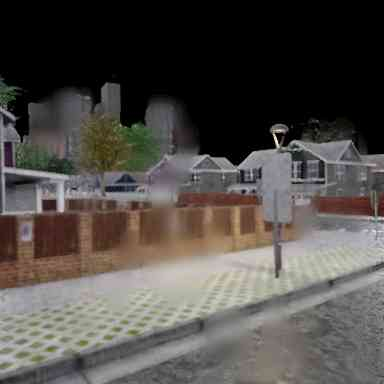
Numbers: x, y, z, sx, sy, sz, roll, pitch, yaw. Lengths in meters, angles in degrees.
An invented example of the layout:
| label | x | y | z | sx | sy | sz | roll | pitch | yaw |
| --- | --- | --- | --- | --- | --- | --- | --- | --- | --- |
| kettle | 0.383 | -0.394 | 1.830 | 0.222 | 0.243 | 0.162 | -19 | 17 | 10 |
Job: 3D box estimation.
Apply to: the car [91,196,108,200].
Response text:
| label | x | y | z | sx | sy | sz | roll | pitch | yaw |
| --- | --- | --- | --- | --- | --- | --- | --- | --- | --- |
| car | -11.792 | 1.239 | 42.586 | 2.033 | 1.411 | 5.357 | -2 | 2 | -38 |
